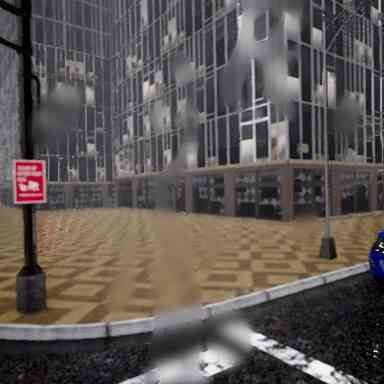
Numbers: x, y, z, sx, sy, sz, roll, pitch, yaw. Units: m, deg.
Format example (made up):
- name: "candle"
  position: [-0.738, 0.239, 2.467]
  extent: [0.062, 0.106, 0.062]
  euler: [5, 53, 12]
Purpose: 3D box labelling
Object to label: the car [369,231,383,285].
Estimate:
- name: "car"
  position: [6.460, 1.111, 8.000]
  extent: [5.566, 2.045, 2.150]
  euler: [-1, 1, -38]
